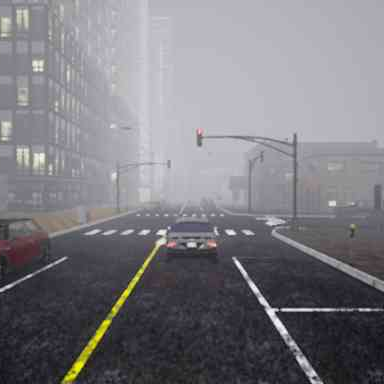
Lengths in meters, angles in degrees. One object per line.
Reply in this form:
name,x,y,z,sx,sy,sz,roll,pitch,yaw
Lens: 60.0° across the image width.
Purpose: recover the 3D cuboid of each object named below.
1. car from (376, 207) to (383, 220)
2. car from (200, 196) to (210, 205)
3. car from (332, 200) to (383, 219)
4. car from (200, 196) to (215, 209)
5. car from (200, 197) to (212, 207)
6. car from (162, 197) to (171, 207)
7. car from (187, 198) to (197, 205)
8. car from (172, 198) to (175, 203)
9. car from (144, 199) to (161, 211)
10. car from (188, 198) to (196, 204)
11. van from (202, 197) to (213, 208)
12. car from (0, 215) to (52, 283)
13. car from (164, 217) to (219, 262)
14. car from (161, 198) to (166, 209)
car,16.415,2.023,24.383,4.313,1.339,1.947,1,0,1
car,3.098,1.946,78.988,2.150,2.045,5.566,0,-1,0
car,16.523,1.719,32.763,5.009,1.841,2.192,1,0,1
car,2.672,1.922,53.049,1.967,1.590,4.097,-1,-1,0
car,2.668,1.900,64.338,2.192,1.841,5.009,-1,-1,0
car,-5.675,2.151,64.390,1.947,1.339,4.313,-1,-1,0
car,-0.008,2.204,74.810,2.128,1.511,4.902,0,-1,0
car,-5.678,2.367,92.440,1.752,1.417,4.829,-1,-1,0
car,-5.844,1.954,47.289,1.752,1.417,4.829,-1,-1,0
car,-0.008,2.284,84.420,1.895,1.301,4.718,0,-1,0
van,2.669,1.874,58.694,1.690,1.788,3.998,-1,-1,0
car,-5.704,1.527,9.513,1.967,1.590,4.097,-1,-1,0
car,0.009,1.662,12.535,2.033,1.411,5.357,0,0,0
car,-5.673,2.048,53.102,1.947,1.339,4.313,-1,-1,0
